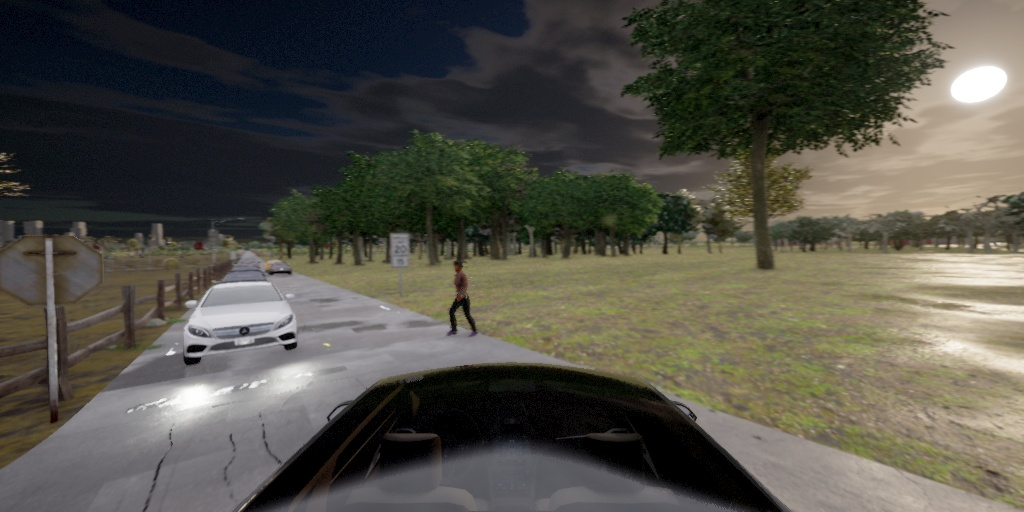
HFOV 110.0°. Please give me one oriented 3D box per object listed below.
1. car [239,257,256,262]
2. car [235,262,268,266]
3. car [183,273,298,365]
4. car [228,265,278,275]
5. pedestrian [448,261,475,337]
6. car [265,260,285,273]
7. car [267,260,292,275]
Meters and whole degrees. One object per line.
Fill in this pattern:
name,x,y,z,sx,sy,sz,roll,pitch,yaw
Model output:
car,-28.029,1.025,38.032,2.097,1.767,4.553,-2,1,-36
car,-18.896,1.390,25.524,2.033,1.411,5.357,-2,1,-36
car,-6.390,1.330,8.575,1.812,1.442,4.674,-2,1,-37
car,-12.547,1.371,16.914,2.033,1.411,5.357,-2,1,-36
pedestrian,-1.199,1.003,8.456,0.375,1.860,0.375,-2,1,-36
car,-31.280,1.278,47.234,1.882,1.535,5.008,-2,1,-36
car,-25.335,1.365,39.189,1.994,1.385,4.181,-2,1,-36
